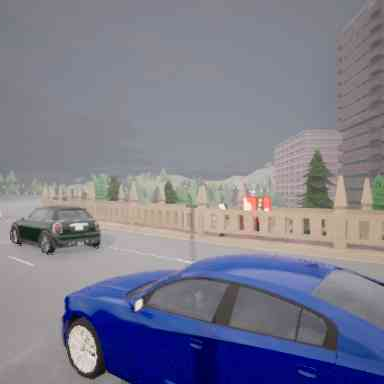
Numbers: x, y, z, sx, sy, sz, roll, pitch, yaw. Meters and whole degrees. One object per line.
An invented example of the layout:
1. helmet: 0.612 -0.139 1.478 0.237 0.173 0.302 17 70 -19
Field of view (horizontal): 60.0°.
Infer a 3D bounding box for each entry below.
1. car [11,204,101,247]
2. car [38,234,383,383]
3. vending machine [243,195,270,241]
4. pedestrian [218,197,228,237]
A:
1. car: -5.685 1.352 13.702 4.553 1.767 2.097 0 0 44
2. car: 0.527 1.478 3.786 5.008 1.535 1.882 0 0 36
3. vending machine: 3.112 1.195 16.008 0.880 2.100 1.100 0 0 41
4. pedestrian: 1.431 1.141 15.576 0.375 1.860 0.375 0 0 41
